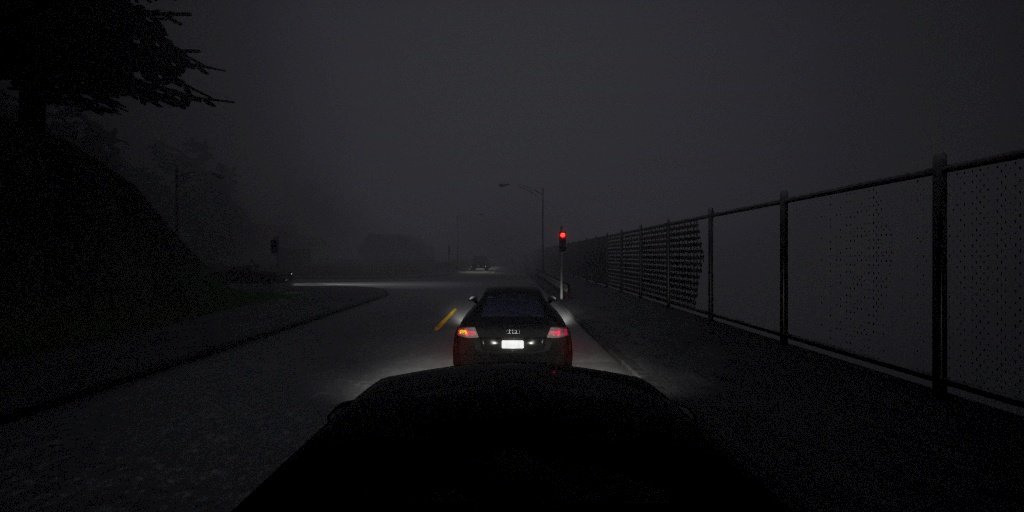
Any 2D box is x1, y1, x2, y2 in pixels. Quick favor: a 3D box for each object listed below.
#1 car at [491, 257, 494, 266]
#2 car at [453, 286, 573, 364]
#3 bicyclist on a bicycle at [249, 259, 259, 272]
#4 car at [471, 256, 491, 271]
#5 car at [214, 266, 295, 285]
[{"bbox_3d":[-4.556,1.276,60.514,1.812,1.442,4.674,0,0,0],"label":"car"},{"bbox_3d":[0.018,1.314,7.464,1.994,1.385,4.181,0,0,0],"label":"car"},{"bbox_3d":[-24.050,1.099,33.279,0.582,1.620,1.656,0,0,0],"label":"bicyclist on a bicycle"},{"bbox_3d":[-4.494,0.972,50.597,2.150,2.045,5.566,0,0,0],"label":"car"},{"bbox_3d":[-17.900,1.351,24.930,4.718,1.301,1.895,0,0,0],"label":"car"}]
